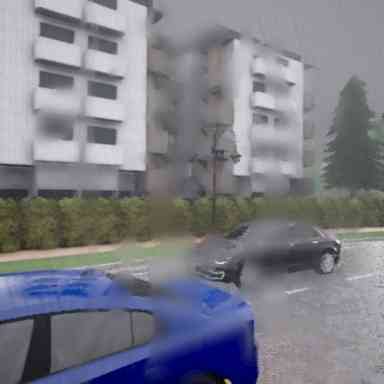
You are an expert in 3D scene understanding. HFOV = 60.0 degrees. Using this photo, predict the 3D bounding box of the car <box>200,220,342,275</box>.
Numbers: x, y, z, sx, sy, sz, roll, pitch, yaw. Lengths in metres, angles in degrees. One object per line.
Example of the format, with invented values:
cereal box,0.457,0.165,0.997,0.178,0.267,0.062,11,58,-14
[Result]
car,2.125,1.576,9.329,4.892,1.490,1.837,1,-1,-31

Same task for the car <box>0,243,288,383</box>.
car,-1.667,1.480,2.656,5.008,1.535,1.882,1,-1,-35
